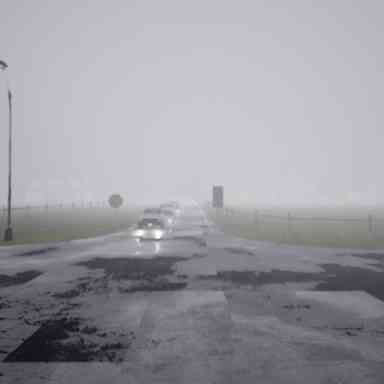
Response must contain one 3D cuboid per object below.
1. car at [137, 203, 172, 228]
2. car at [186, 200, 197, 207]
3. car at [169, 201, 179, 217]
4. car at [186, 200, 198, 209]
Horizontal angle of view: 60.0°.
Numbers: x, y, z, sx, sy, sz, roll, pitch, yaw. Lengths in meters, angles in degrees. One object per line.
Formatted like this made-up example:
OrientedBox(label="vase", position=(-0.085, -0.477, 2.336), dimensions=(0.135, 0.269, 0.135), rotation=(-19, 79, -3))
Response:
OrientedBox(label="car", position=(-2.863, 1.834, 24.890), dimensions=(2.033, 1.411, 5.357), rotation=(0, -1, -1))
OrientedBox(label="car", position=(-0.106, 2.321, 66.908), dimensions=(1.994, 1.385, 4.181), rotation=(0, -1, 0))
OrientedBox(label="car", position=(-2.906, 1.976, 37.586), dimensions=(2.033, 1.411, 5.357), rotation=(0, -1, 0))
OrientedBox(label="car", position=(-0.038, 2.169, 57.112), dimensions=(1.812, 1.442, 4.674), rotation=(0, -1, 1))
